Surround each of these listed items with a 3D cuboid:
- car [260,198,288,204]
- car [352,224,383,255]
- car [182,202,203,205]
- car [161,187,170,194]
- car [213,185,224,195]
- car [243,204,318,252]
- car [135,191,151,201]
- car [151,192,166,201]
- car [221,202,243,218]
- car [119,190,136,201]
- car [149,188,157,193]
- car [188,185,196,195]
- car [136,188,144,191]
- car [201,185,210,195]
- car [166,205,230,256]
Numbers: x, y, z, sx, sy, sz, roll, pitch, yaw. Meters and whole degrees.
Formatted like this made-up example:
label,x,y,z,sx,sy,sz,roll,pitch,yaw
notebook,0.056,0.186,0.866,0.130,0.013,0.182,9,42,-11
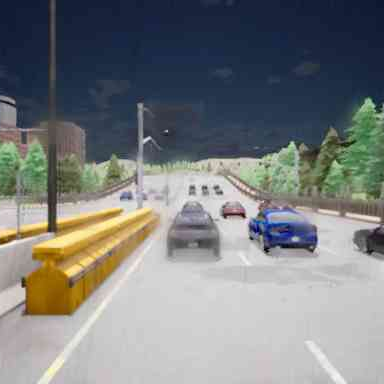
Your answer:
label,x,y,z,sx,sy,sz,roll,pitch,yaw
car,7.063,1.322,28.724,2.097,1.767,4.553,0,0,0
car,7.044,1.538,10.328,2.033,1.411,5.357,0,0,1
car,0.069,1.534,29.539,1.994,1.385,4.181,0,0,0
car,-6.913,-0.485,87.496,2.097,1.767,4.553,0,7,0
car,7.078,-0.155,85.834,1.882,1.535,5.008,0,7,0
car,3.567,1.464,13.840,1.882,1.535,5.008,0,0,0
car,-10.499,1.110,71.051,1.837,1.490,4.892,0,2,0
car,-6.999,1.207,71.007,1.895,1.301,4.718,0,2,0
car,3.568,1.534,29.674,1.994,1.385,4.181,0,0,0
car,-13.999,0.829,71.259,2.150,2.045,5.566,0,2,0
car,-10.413,-0.285,87.508,1.994,1.385,4.181,0,7,0
car,0.076,-0.051,85.465,2.033,1.411,5.357,0,7,0
car,-13.913,-0.261,87.604,1.895,1.301,4.718,0,7,0
car,3.576,-0.051,85.446,2.033,1.411,5.357,0,7,0
car,0.062,1.478,13.003,2.128,1.511,4.902,0,0,0
